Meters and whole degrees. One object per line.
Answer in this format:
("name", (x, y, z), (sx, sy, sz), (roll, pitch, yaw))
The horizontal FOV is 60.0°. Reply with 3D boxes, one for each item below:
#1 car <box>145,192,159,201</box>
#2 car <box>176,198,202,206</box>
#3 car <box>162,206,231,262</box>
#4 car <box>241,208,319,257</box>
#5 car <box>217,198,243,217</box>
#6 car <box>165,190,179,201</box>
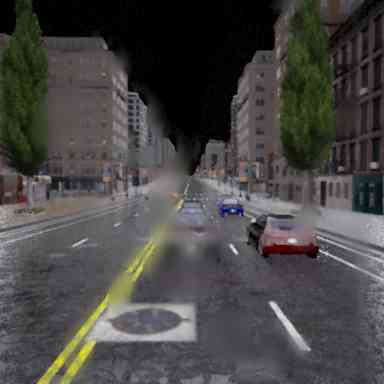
("car", (-6.579, 0.712, 55.030), (1.994, 1.385, 4.181), (0, 2, 1))
("car", (0.012, 1.396, 25.459), (2.033, 1.411, 5.357), (0, 1, 1))
("car", (0.029, 1.468, 12.054), (2.128, 1.511, 4.902), (0, 0, 1))
("car", (3.291, 1.541, 12.820), (1.994, 1.385, 4.181), (0, 0, 0))
("car", (3.288, 1.274, 28.873), (1.882, 1.535, 5.008), (0, 1, 0))
("car", (-3.326, 0.489, 55.336), (2.097, 1.767, 4.553), (0, 2, 1))
